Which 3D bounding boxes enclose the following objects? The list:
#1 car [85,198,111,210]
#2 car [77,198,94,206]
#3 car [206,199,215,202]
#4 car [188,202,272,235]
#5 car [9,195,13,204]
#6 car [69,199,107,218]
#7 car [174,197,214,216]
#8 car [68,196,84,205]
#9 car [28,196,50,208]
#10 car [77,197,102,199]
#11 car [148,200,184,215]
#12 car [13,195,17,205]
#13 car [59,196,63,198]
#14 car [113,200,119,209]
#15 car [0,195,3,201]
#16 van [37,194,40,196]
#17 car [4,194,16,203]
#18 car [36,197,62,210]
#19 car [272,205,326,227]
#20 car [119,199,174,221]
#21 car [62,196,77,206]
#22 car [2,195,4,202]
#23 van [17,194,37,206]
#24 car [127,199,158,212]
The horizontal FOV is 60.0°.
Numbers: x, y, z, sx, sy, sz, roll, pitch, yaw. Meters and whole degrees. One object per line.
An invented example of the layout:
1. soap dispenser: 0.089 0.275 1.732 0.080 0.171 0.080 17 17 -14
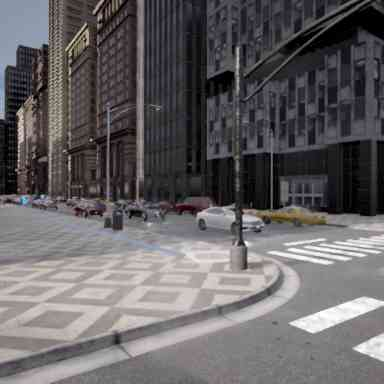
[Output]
1. car: -13.142 1.598 46.248 1.882 1.535 5.008 0 0 -35
2. car: -19.060 1.752 59.306 1.802 1.307 4.206 0 0 -35
3. car: 3.487 1.585 27.432 1.752 1.417 4.829 0 0 -35
4. car: 2.054 1.552 19.273 1.812 1.442 4.674 0 0 -37
5. car: -35.715 1.775 68.090 1.802 1.307 4.206 0 0 -35
6. car: -9.835 1.608 31.502 1.887 1.381 4.507 0 0 -35
7. car: 0.350 1.390 31.867 2.192 1.841 5.009 0 0 -35
8. car: -22.294 1.626 63.879 1.967 1.590 4.097 0 0 -35
9. car: -22.775 1.708 49.796 1.802 1.307 4.206 0 0 -35
10. car: -11.376 1.567 38.327 1.882 1.535 5.008 0 0 -35
11. car: -2.885 1.635 36.440 1.887 1.381 4.507 0 0 -35
12. car: -32.382 1.701 63.378 1.752 1.417 4.829 0 0 -35
13. car: -28.764 1.660 73.025 1.967 1.590 4.097 0 0 -35
14. car: -9.355 1.672 45.586 2.008 1.369 4.403 0 0 -35
15. car: -45.421 1.686 81.811 1.967 1.590 4.097 0 0 -35
16. van: -38.470 1.614 86.746 1.690 1.788 3.998 0 0 -35
17. car: -38.951 1.525 72.665 2.192 1.841 5.009 0 0 -35
18. car: -19.540 1.692 45.223 1.802 1.307 4.206 0 0 -35
19. car: 6.722 1.570 22.859 1.752 1.417 4.829 0 0 -35
20. car: -3.944 1.546 27.795 2.128 1.511 4.902 0 0 -35
21. car: -19.193 1.698 54.714 2.033 1.411 5.357 0 0 -35
22. car: -42.186 1.810 77.238 1.802 1.307 4.206 0 0 -35
23. van: -29.246 1.500 58.944 1.690 1.788 3.998 0 0 -35
24. car: -6.218 1.631 41.152 1.752 1.417 4.829 0 0 -35
